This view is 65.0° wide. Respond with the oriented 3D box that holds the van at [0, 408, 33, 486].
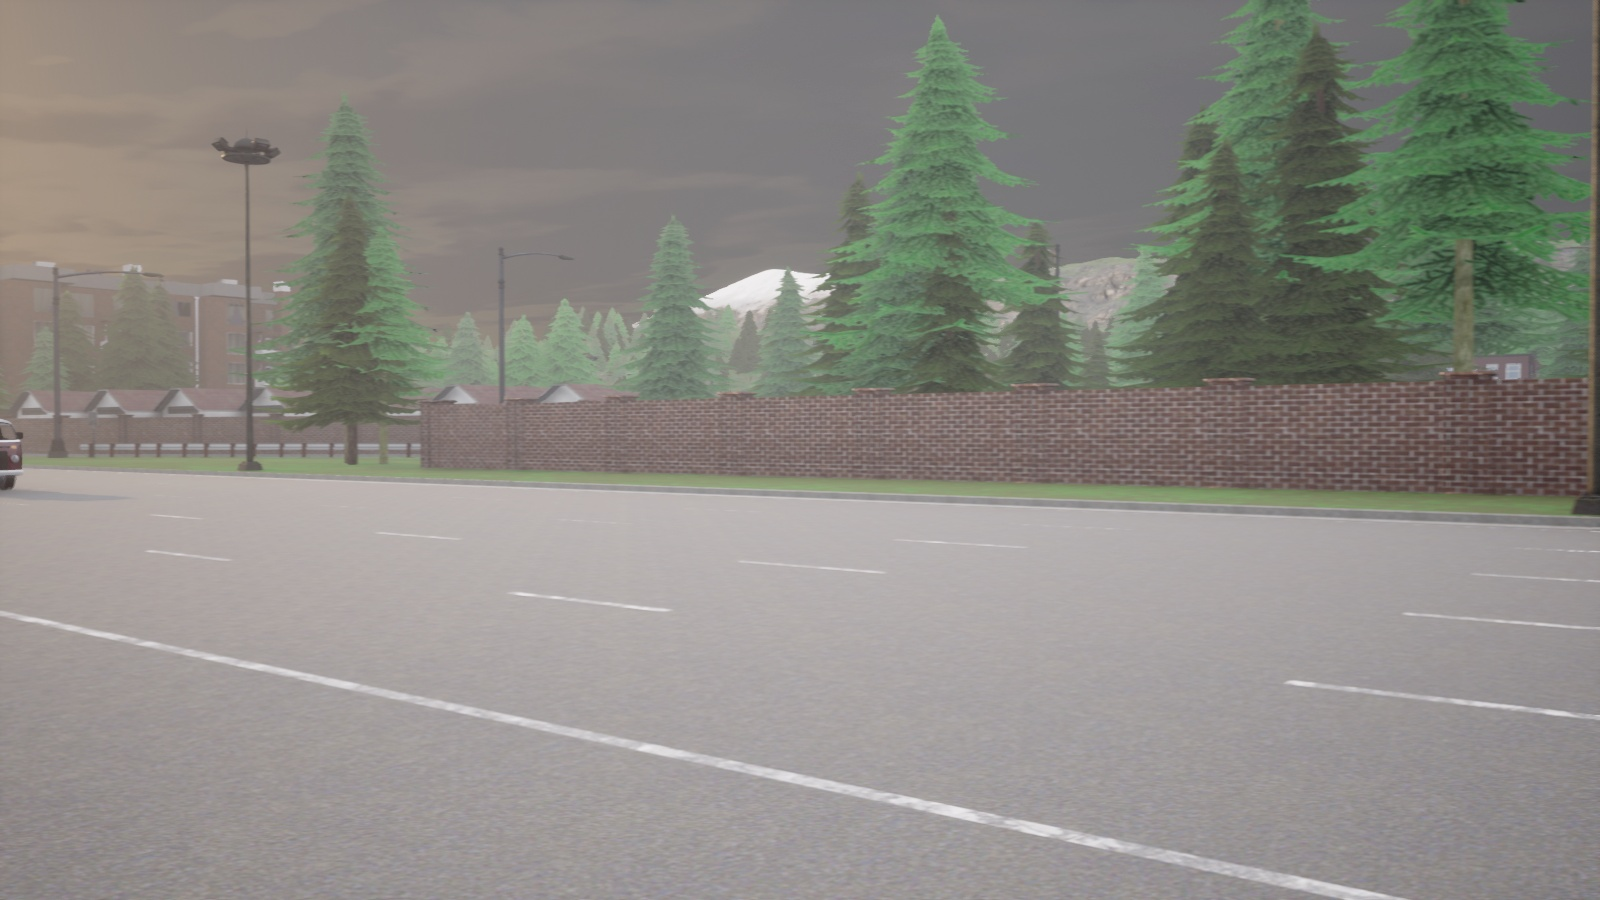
[{"bbox_3d":[-22.736,-0.096,33.793,4.480,2.038,2.069,1,1,37],"label":"van"}]
